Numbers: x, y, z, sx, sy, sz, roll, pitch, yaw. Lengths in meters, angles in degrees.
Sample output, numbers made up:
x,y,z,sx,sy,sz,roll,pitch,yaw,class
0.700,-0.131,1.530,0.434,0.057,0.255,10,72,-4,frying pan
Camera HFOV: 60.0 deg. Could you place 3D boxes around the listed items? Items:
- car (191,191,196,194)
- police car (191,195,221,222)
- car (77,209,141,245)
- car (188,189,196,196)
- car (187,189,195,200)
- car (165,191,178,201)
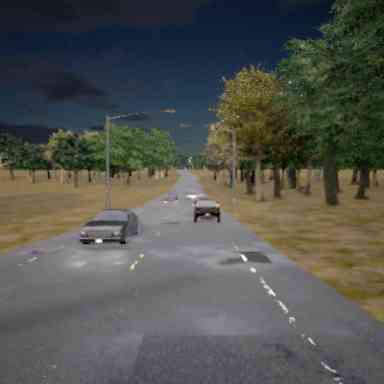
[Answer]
x,y,z,sx,sy,sz,roll,pitch,yaw,class
1.050,1.037,40.887,1.801,1.575,5.366,0,1,0,car
1.050,1.275,24.811,1.930,1.638,5.238,0,1,0,police car
-3.600,1.492,15.535,2.033,1.411,5.357,0,0,0,car
0.000,0.080,75.382,1.895,1.301,4.718,0,3,0,car
0.000,0.720,60.093,1.895,1.301,4.718,0,2,0,car
-3.535,0.549,57.558,2.097,1.767,4.553,0,2,0,car
